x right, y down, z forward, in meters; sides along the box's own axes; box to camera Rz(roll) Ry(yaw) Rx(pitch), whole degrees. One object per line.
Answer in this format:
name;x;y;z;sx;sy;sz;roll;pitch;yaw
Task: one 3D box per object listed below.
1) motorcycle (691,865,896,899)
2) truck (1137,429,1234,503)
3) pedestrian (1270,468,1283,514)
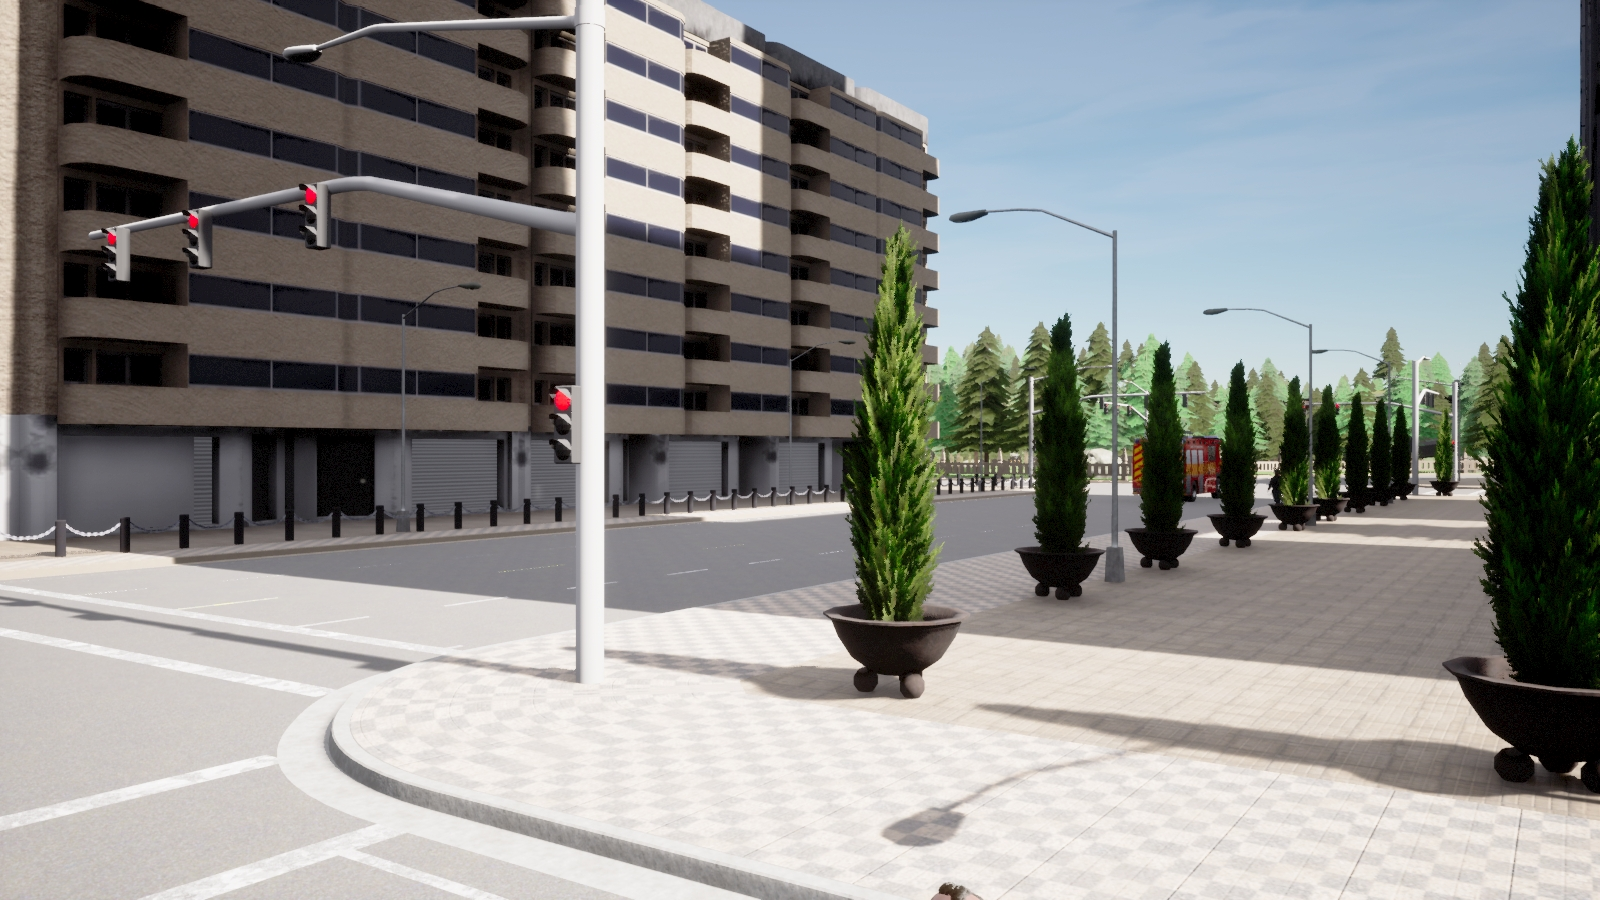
motorcycle;0.516;2.205;3.364;2.209;1.251;0.867;0;0;34
truck;21.438;0.835;63.219;2.891;3.827;8.468;0;0;34
pedestrian;19.200;1.639;46.008;0.375;1.860;0.375;0;0;39
